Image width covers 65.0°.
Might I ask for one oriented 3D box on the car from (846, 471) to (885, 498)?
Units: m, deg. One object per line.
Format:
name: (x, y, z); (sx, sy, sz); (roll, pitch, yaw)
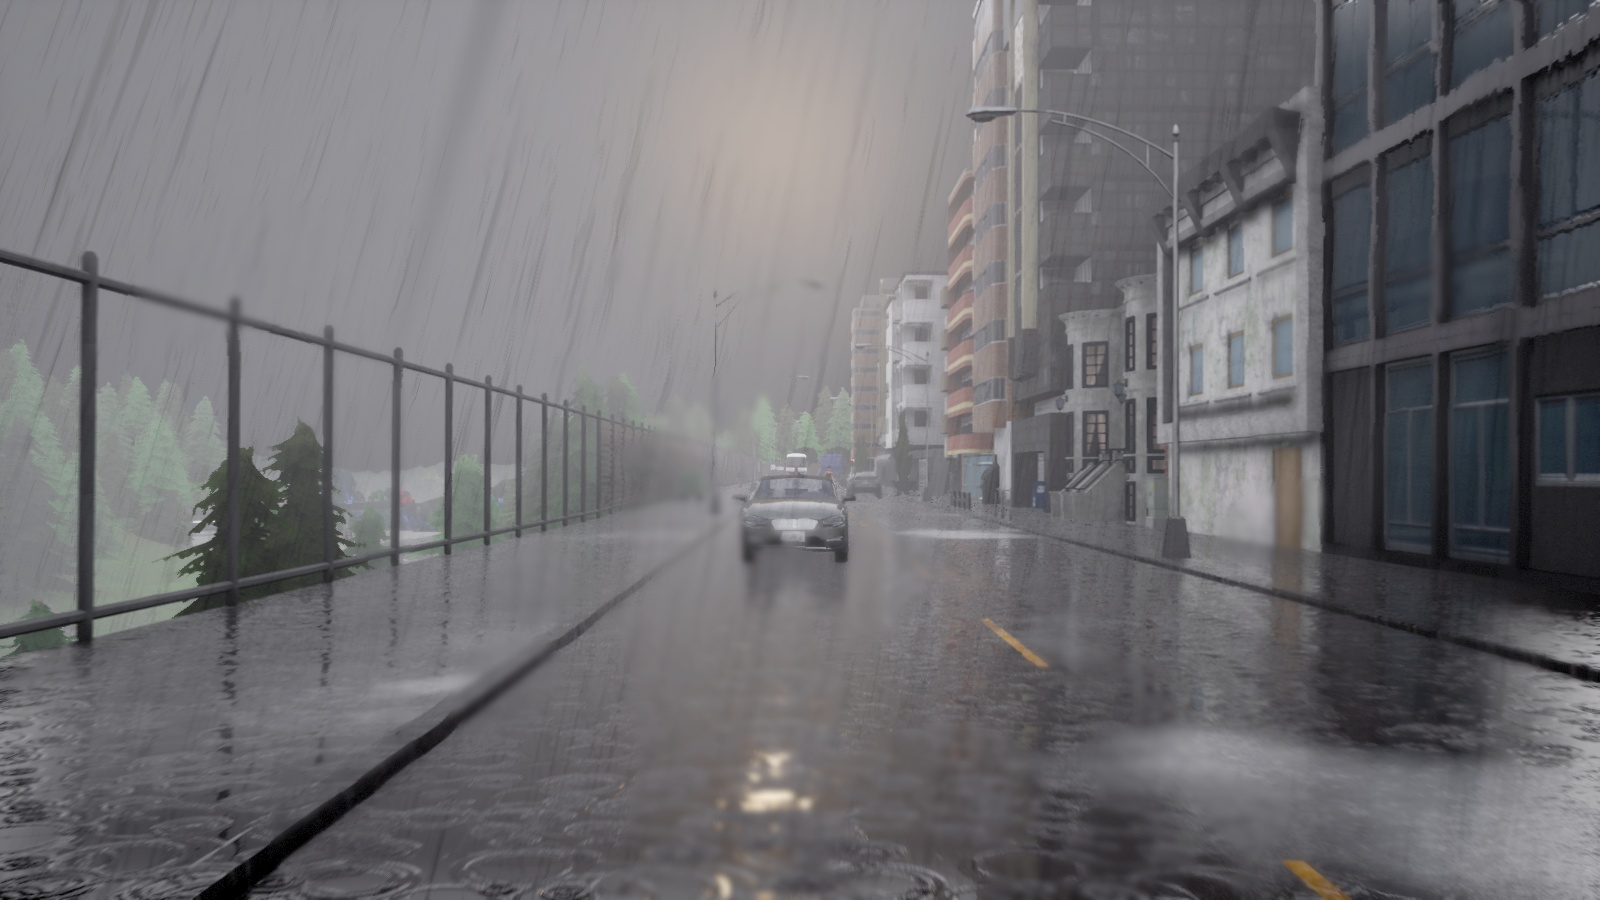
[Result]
car: (3.794, 1.968, 72.956); (2.007, 1.525, 4.514); (0, -1, 0)

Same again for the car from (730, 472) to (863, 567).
car: (-0.064, 1.149, 22.574); (2.128, 1.511, 4.902); (0, -1, 0)
